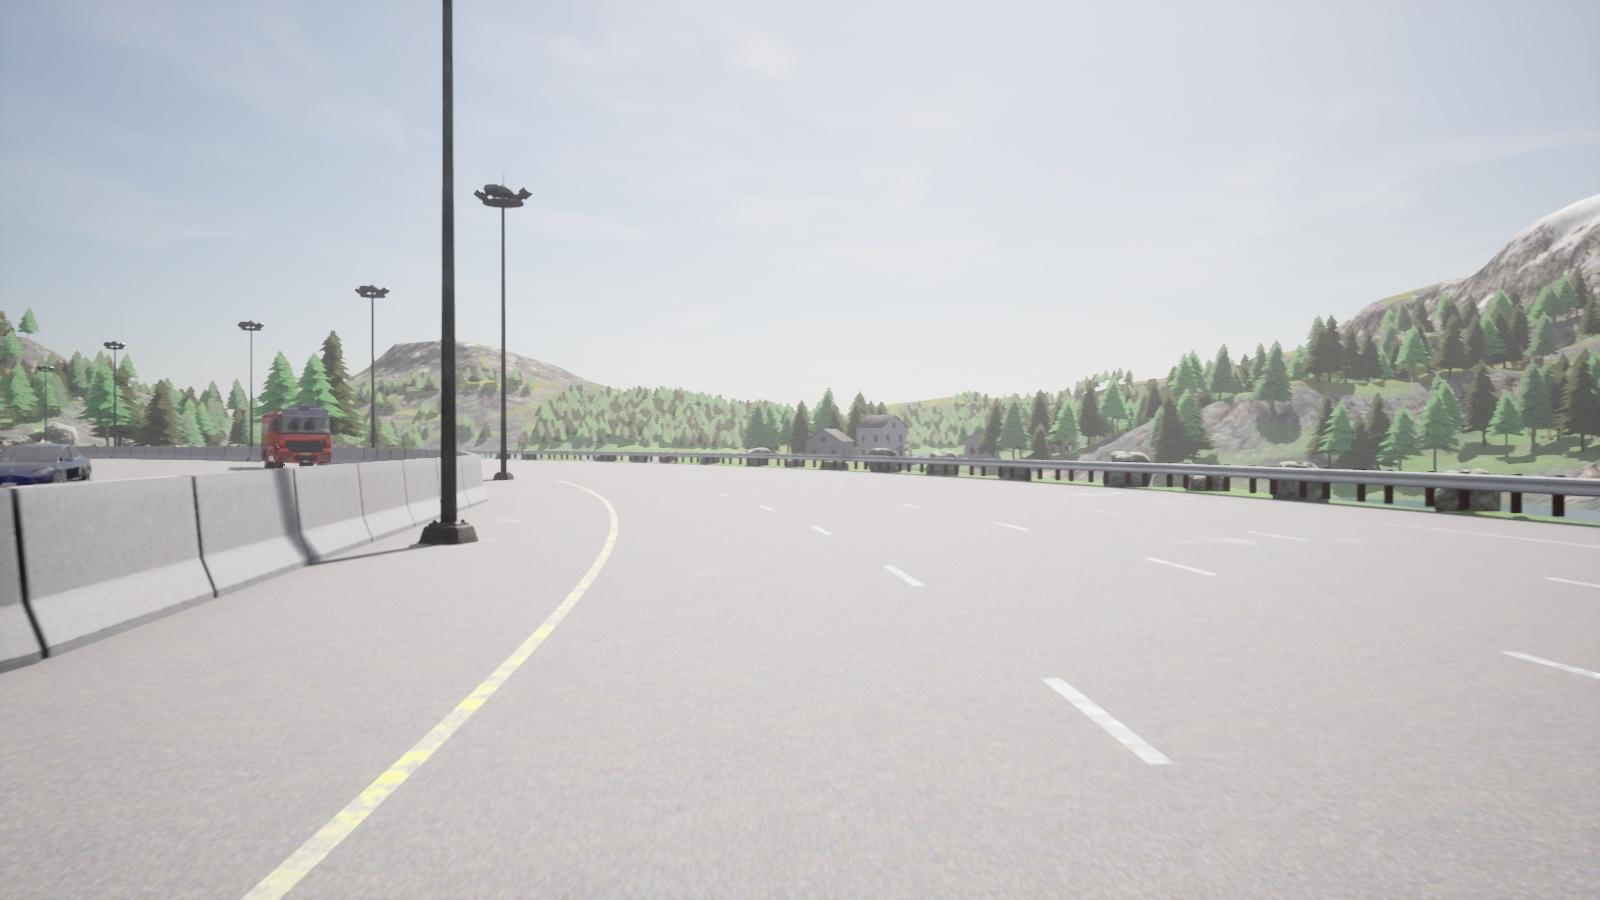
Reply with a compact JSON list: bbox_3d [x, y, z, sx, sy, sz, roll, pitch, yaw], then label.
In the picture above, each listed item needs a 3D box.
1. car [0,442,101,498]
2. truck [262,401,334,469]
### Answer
[{"bbox_3d":[-22.102,0.528,36.294,2.163,1.488,4.792,0,0,-15],"label":"car"},{"bbox_3d":[-30.092,-0.860,75.035,2.891,3.827,8.468,0,0,-30],"label":"truck"}]
